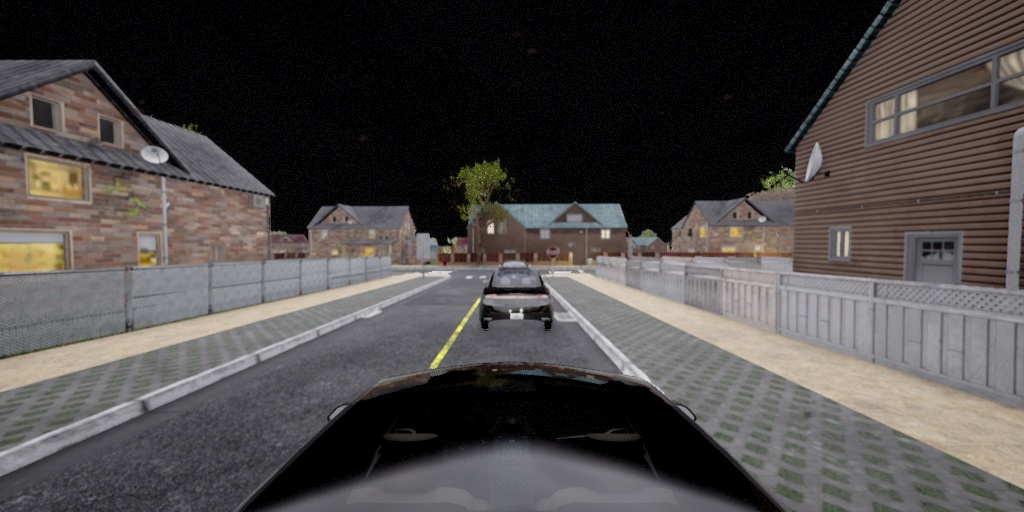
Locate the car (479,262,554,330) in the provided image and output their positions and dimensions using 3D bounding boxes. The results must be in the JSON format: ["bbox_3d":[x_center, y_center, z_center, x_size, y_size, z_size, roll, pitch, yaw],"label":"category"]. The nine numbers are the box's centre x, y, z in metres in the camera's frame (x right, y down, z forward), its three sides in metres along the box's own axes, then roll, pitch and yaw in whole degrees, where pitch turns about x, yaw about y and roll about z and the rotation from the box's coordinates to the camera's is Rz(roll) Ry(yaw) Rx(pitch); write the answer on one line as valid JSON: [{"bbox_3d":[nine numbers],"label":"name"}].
[{"bbox_3d":[0.113,1.114,10.537,2.128,1.511,4.902,0,1,0],"label":"car"}]

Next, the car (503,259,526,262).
[{"bbox_3d":[0.168,0.942,21.774,1.882,1.535,5.008,0,1,2],"label":"car"}]
